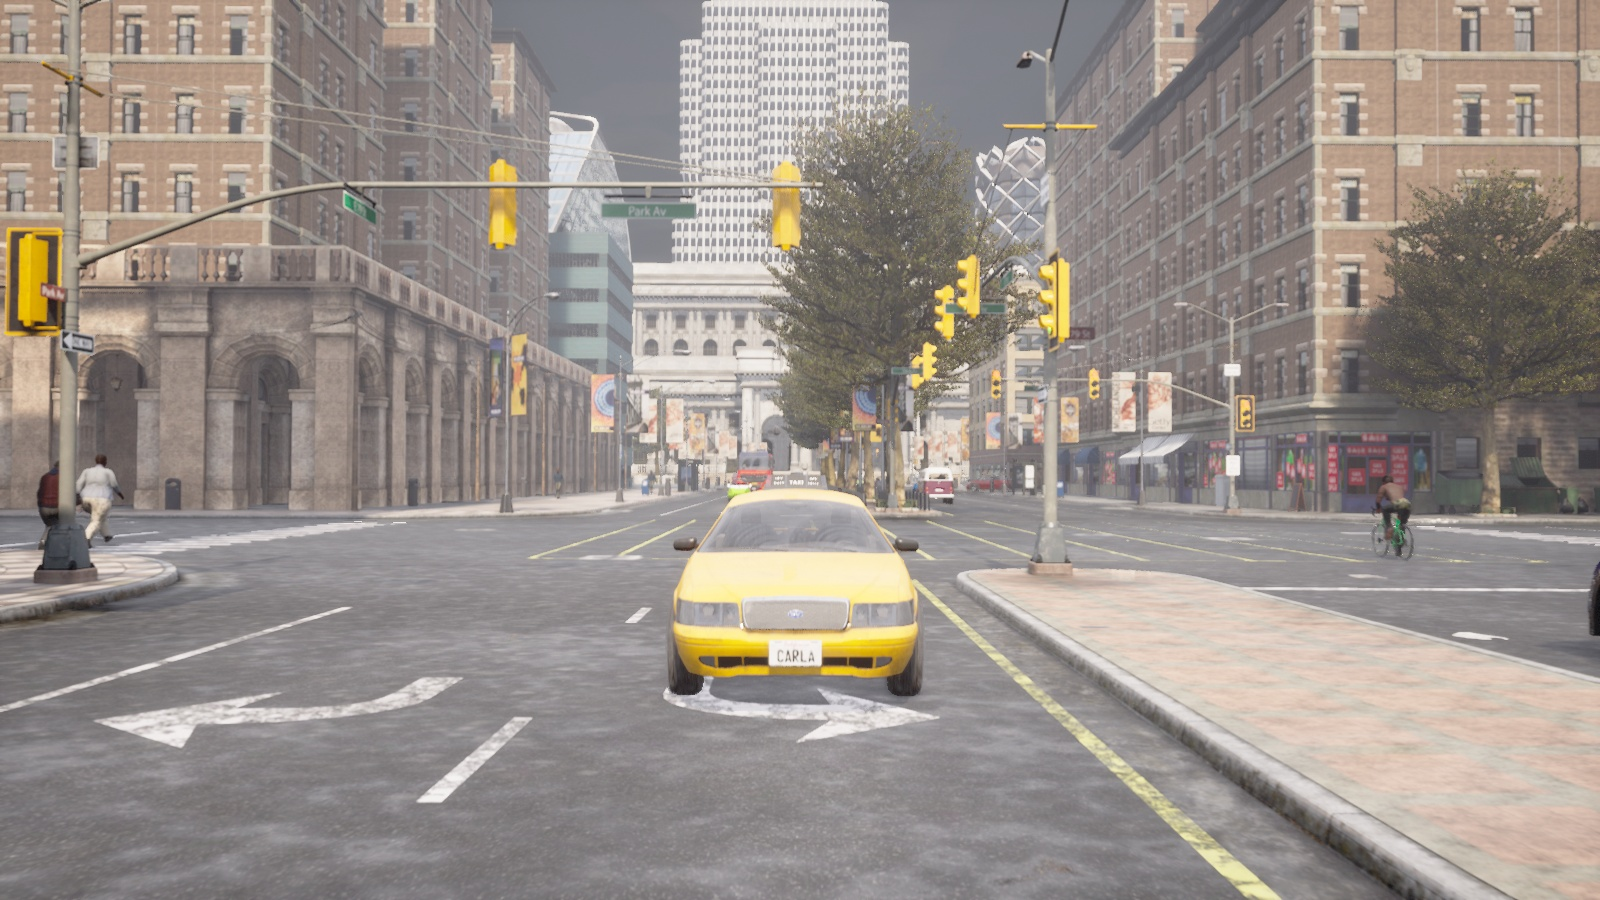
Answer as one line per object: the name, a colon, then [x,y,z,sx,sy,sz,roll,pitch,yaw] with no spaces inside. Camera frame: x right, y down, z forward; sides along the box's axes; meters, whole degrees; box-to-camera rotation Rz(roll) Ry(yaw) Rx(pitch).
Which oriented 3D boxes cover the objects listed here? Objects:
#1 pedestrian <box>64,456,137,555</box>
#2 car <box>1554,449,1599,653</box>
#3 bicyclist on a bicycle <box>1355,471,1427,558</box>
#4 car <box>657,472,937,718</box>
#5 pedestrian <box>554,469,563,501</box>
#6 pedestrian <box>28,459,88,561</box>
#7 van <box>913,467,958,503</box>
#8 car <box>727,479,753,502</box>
pedestrian: [-13.400,1.046,24.071,0.874,1.855,0.900,0,-1,3]
car: [7.977,0.837,9.229,2.097,1.767,4.553,0,-1,0]
bicyclist on a bicycle: [11.439,1.228,24.351,0.582,1.620,1.656,0,-1,0]
car: [-0.027,0.980,10.770,1.801,1.575,5.366,0,-1,0]
pedestrian: [-13.721,1.995,71.256,0.370,1.835,0.726,0,-1,0]
pedestrian: [-13.812,1.104,23.393,0.634,1.844,0.899,0,-1,-5]
van: [7.821,2.007,72.790,2.069,2.038,4.480,0,-1,0]
car: [-3.671,2.472,77.040,1.481,1.376,2.207,0,-2,0]
